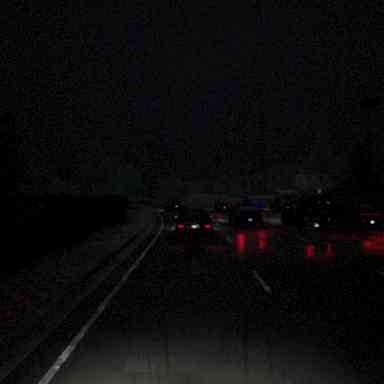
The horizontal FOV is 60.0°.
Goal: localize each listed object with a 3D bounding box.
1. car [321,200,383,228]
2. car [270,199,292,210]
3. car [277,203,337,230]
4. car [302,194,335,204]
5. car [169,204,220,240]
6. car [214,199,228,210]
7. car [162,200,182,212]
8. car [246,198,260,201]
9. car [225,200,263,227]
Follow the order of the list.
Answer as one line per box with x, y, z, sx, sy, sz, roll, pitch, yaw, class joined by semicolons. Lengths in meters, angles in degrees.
10.602;1.504;21.978;1.837;1.490;4.892;0;0;0;car
10.603;1.524;39.024;1.812;1.442;4.674;0;0;0;car
7.102;1.600;21.138;1.895;1.301;4.718;0;0;0;car
14.091;1.220;37.141;2.150;2.045;5.566;0;0;0;car
0.101;1.546;16.942;2.033;1.411;5.357;0;0;0;car
3.603;1.524;39.034;1.812;1.442;4.674;0;0;0;car
-2.164;1.562;38.363;1.994;1.385;4.181;0;0;-14;car
7.103;1.476;39.546;1.882;1.535;5.008;0;0;0;car
3.601;1.524;22.818;1.812;1.442;4.674;0;0;0;car
